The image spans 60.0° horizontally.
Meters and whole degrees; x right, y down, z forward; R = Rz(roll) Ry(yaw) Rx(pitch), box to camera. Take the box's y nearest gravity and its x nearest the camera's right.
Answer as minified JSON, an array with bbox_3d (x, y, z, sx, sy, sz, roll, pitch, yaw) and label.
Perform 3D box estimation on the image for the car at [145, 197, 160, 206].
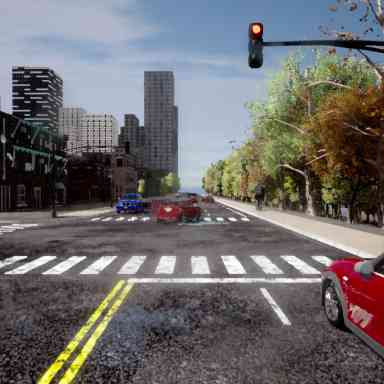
[{"bbox_3d":[-6.546,1.544,55.558,1.994,1.385,4.181,0,0,1],"label":"car"}]

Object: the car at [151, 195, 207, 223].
[{"bbox_3d":[-0.881,1.344,25.609,2.097,1.767,4.553,0,0,23],"label":"car"}]

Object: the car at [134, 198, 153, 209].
[{"bbox_3d":[-6.563,1.585,45.529,1.895,1.301,4.718,0,0,0],"label":"car"}]

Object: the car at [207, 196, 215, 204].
[{"bbox_3d":[3.379,1.453,65.332,1.882,1.535,5.008,0,0,0],"label":"car"}]

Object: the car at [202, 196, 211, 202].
[{"bbox_3d":[3.285,1.523,75.475,1.994,1.385,4.181,0,0,0],"label":"car"}]

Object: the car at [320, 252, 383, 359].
[{"bbox_3d":[3.350,1.351,4.160,2.097,1.767,4.553,0,0,0],"label":"car"}]

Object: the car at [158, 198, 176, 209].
[{"bbox_3d":[-3.311,1.532,45.429,2.033,1.411,5.357,0,0,0],"label":"car"}]

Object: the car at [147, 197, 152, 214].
[{"bbox_3d":[-3.321,1.467,35.531,1.882,1.535,5.008,0,0,0],"label":"car"}]

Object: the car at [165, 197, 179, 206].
[{"bbox_3d":[-3.299,1.527,56.002,2.033,1.411,5.357,0,0,0],"label":"car"}]

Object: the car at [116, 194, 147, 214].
[{"bbox_3d":[-6.568,1.210,35.782,2.150,2.045,5.566,0,0,0],"label":"car"}]
